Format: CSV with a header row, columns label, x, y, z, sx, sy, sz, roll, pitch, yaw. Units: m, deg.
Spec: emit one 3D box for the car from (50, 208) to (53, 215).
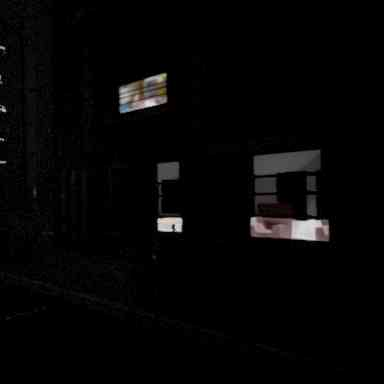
label,x,y,z,sx,sy,sz,roll,pitch,yaw
car,-11.084,1.538,31.396,1.887,1.381,4.507,-1,0,36
